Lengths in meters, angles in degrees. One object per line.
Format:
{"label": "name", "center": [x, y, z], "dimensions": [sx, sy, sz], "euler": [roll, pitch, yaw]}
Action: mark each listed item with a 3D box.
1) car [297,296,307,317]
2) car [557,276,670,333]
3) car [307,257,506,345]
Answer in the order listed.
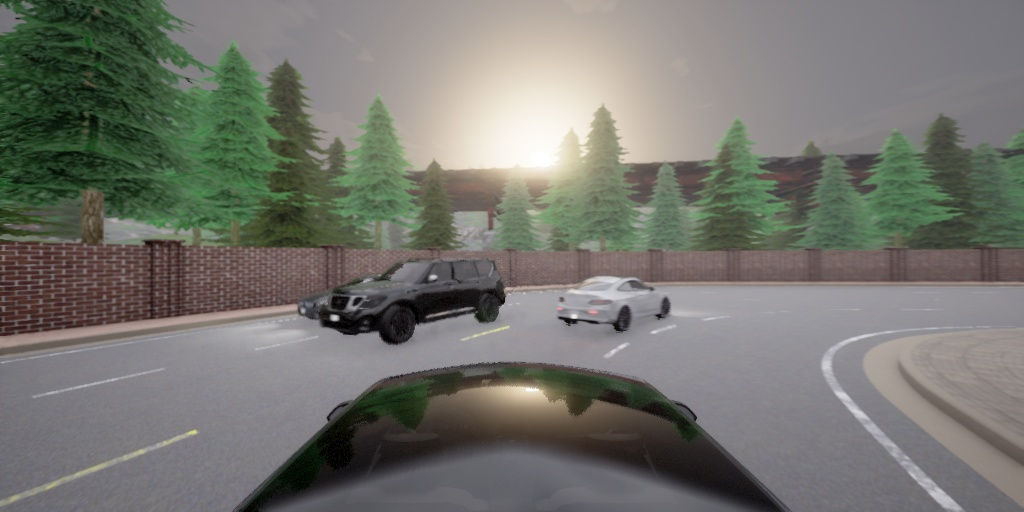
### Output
{"label": "car", "center": [-4.934, 1.392, 12.688], "dimensions": [1.812, 1.442, 4.674], "euler": [-1, -1, 36]}
{"label": "car", "center": [3.233, 1.333, 11.079], "dimensions": [1.812, 1.442, 4.674], "euler": [-1, -1, 44]}
{"label": "car", "center": [-2.424, 1.055, 10.364], "dimensions": [2.150, 2.045, 5.566], "euler": [-1, -1, 35]}
